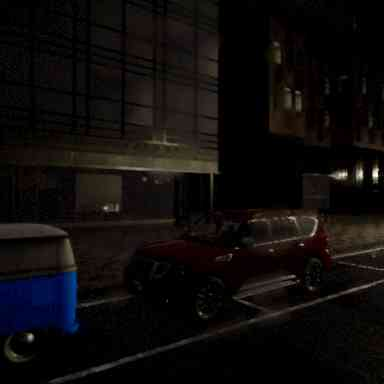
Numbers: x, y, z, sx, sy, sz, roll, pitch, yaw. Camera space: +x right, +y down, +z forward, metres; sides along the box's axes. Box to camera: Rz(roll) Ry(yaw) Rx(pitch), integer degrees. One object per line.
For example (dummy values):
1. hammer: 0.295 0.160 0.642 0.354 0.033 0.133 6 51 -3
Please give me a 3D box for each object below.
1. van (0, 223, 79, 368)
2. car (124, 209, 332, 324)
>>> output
1. van: -3.496 1.337 4.153 3.998 1.788 1.690 0 0 -36
2. car: 1.069 1.351 7.412 5.009 1.841 2.192 0 0 -36
